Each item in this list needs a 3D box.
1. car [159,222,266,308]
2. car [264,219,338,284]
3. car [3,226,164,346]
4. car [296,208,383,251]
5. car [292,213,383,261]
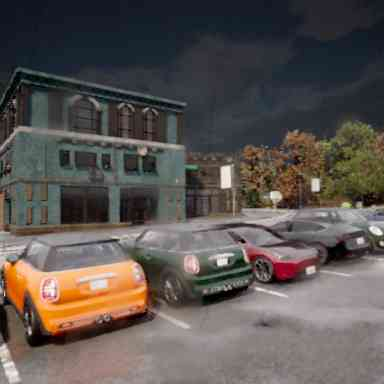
[{"bbox_3d":[-0.563,1.655,9.034,2.185,1.767,4.553,-1,-2,-36],"label":"car"},{"bbox_3d":[1.705,1.754,10.659,2.163,1.488,4.792,-1,-2,-36],"label":"car"},{"bbox_3d":[-2.820,1.702,7.411,2.185,1.767,4.553,-1,-2,-36],"label":"car"},{"bbox_3d":[6.187,1.464,13.966,2.185,1.767,4.553,-2,-2,-36],"label":"car"},{"bbox_3d":[3.933,1.692,12.333,2.163,1.488,4.792,-2,-2,-36],"label":"car"}]
